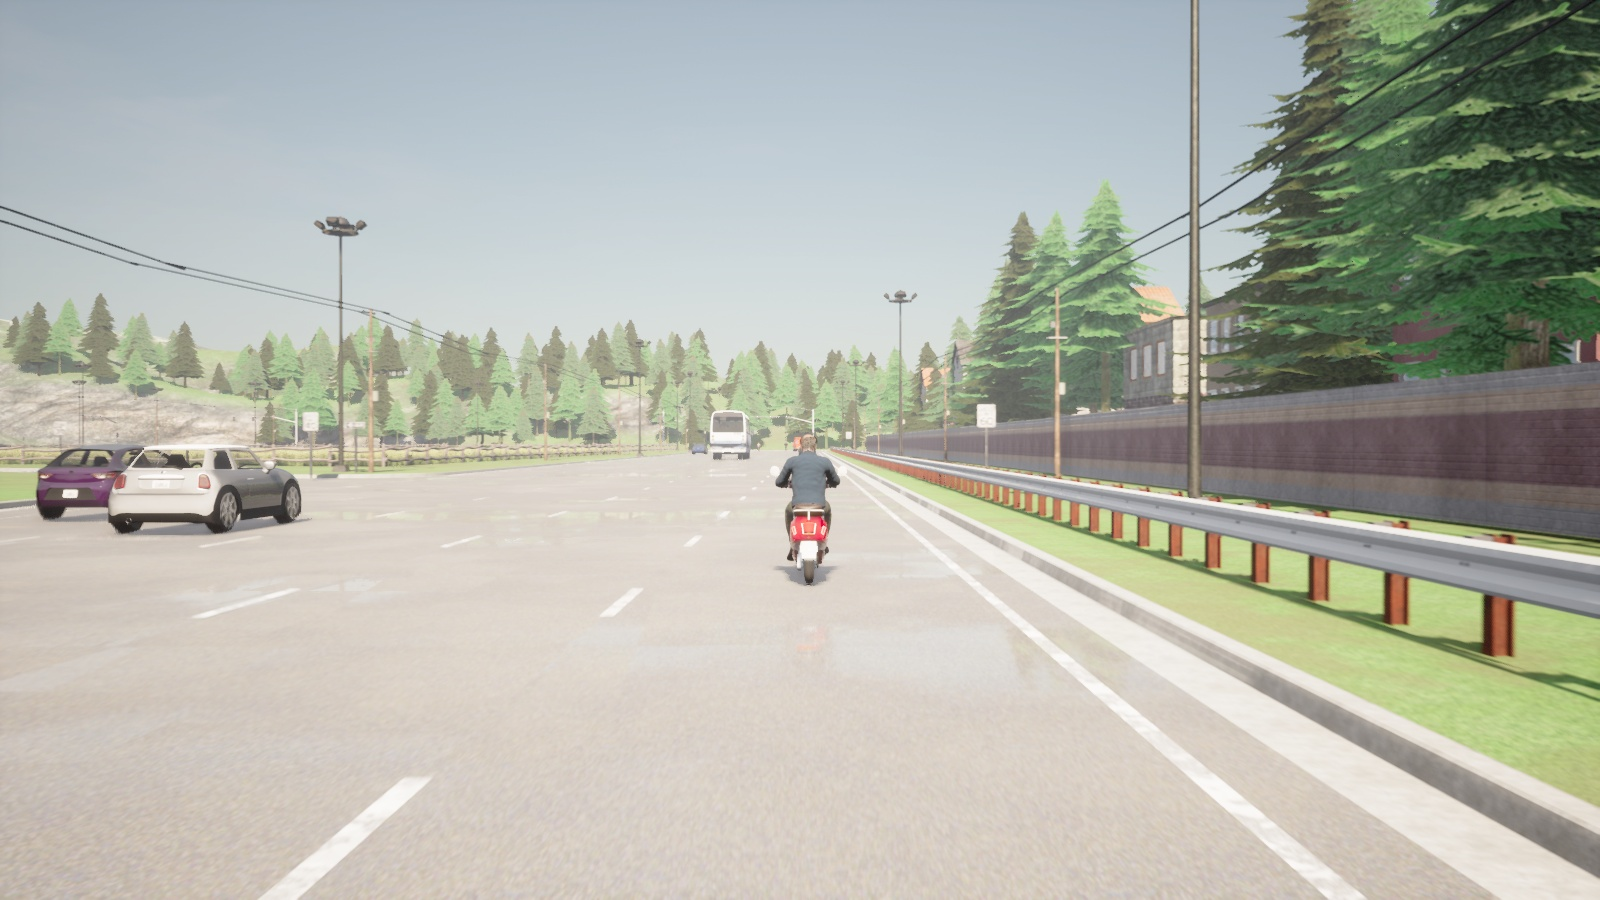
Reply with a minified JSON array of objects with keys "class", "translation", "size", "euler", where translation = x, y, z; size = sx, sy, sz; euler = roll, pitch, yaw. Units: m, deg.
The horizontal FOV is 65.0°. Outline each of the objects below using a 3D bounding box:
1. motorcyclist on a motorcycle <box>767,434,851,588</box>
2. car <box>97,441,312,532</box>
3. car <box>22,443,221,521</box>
[{"class":"motorcyclist on a motorcycle","translation":[0.094,0.622,13.813],"size":[0.866,1.590,1.817],"euler":[0,0,0]},{"class":"car","translation":[-10.358,0.577,22.168],"size":[1.970,1.475,3.806],"euler":[0,0,0]},{"class":"car","translation":[-13.837,0.599,25.926],"size":[1.816,1.474,4.193],"euler":[0,0,0]}]
